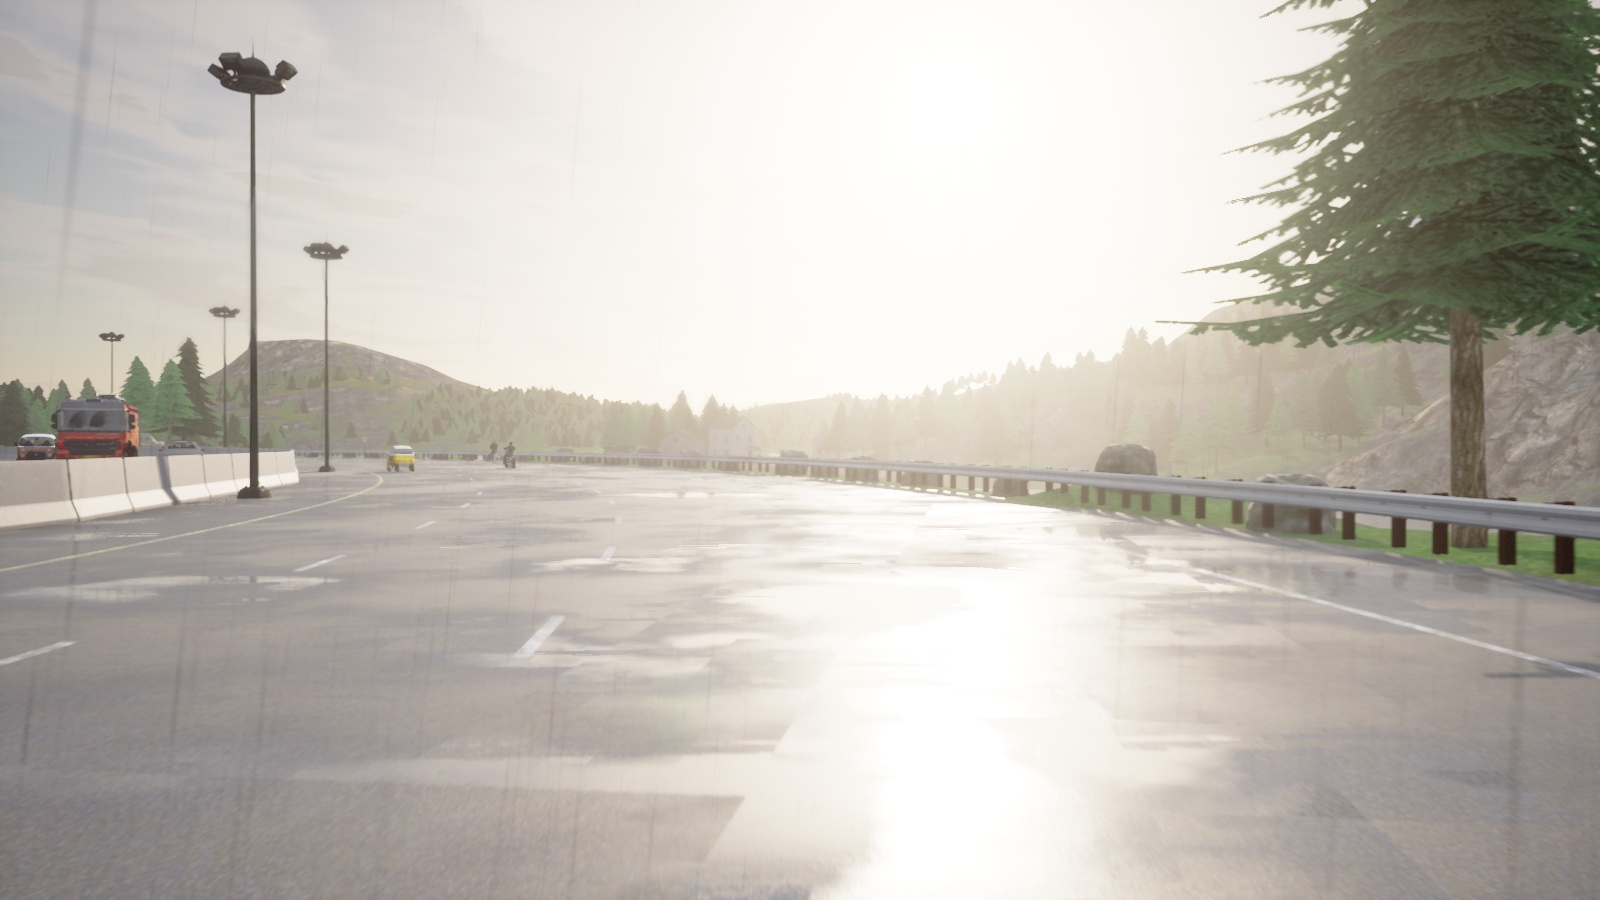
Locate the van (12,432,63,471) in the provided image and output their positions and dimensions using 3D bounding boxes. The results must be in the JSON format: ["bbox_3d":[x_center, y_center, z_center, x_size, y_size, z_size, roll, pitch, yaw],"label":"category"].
[{"bbox_3d":[-41.092,0.067,67.770,2.069,2.038,4.480,0,0,-27],"label":"van"}]

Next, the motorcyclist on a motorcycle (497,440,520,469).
[{"bbox_3d":[-17.385,0.266,74.868,0.766,1.649,2.350,2,-1,-27],"label":"motorcyclist on a motorcycle"}]

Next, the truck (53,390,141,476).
[{"bbox_3d":[-33.702,-0.776,60.478,2.891,3.827,8.468,0,0,-24],"label":"truck"}]

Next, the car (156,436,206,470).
[{"bbox_3d":[-31.476,0.149,63.999,2.152,1.651,5.027,0,0,-25],"label":"car"}]

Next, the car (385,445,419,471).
[{"bbox_3d":[-21.060,0.416,66.410,1.481,1.376,2.207,0,1,-24],"label":"car"}]
